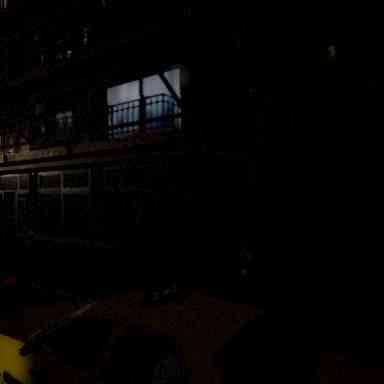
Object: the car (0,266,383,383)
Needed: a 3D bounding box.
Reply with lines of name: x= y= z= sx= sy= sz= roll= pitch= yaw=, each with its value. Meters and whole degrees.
car: x=-0.476 y=1.551 z=3.214 sx=4.829 sy=1.417 sz=1.752 roll=-1 pitch=0 yaw=36
